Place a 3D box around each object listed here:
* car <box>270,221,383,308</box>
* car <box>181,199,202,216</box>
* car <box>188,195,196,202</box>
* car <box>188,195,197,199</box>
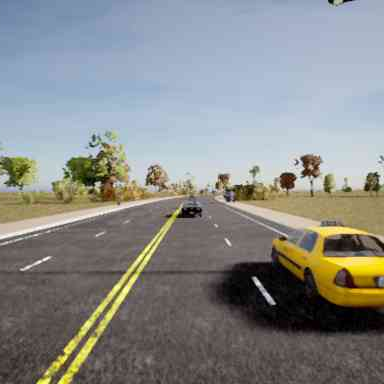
[{"bbox_3d":[3.245,1.453,8.050,1.801,1.575,5.366,0,0,0],"label":"car"},{"bbox_3d":[-0.020,1.587,32.047,1.895,1.301,4.718,0,0,0],"label":"car"},{"bbox_3d":[0.040,1.460,73.579,1.837,1.490,4.892,0,0,1],"label":"car"},{"bbox_3d":[0.073,1.525,46.994,2.033,1.411,5.357,0,0,0],"label":"car"}]
